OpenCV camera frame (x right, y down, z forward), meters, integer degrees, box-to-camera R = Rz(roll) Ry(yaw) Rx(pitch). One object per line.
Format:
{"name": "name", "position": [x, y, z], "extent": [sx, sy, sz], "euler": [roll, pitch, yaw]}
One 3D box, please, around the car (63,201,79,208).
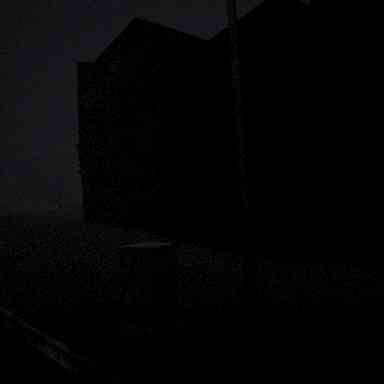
{"name": "car", "position": [-25.865, 2.767, 71.043], "extent": [1.882, 1.535, 5.008], "euler": [-4, -2, 3]}
